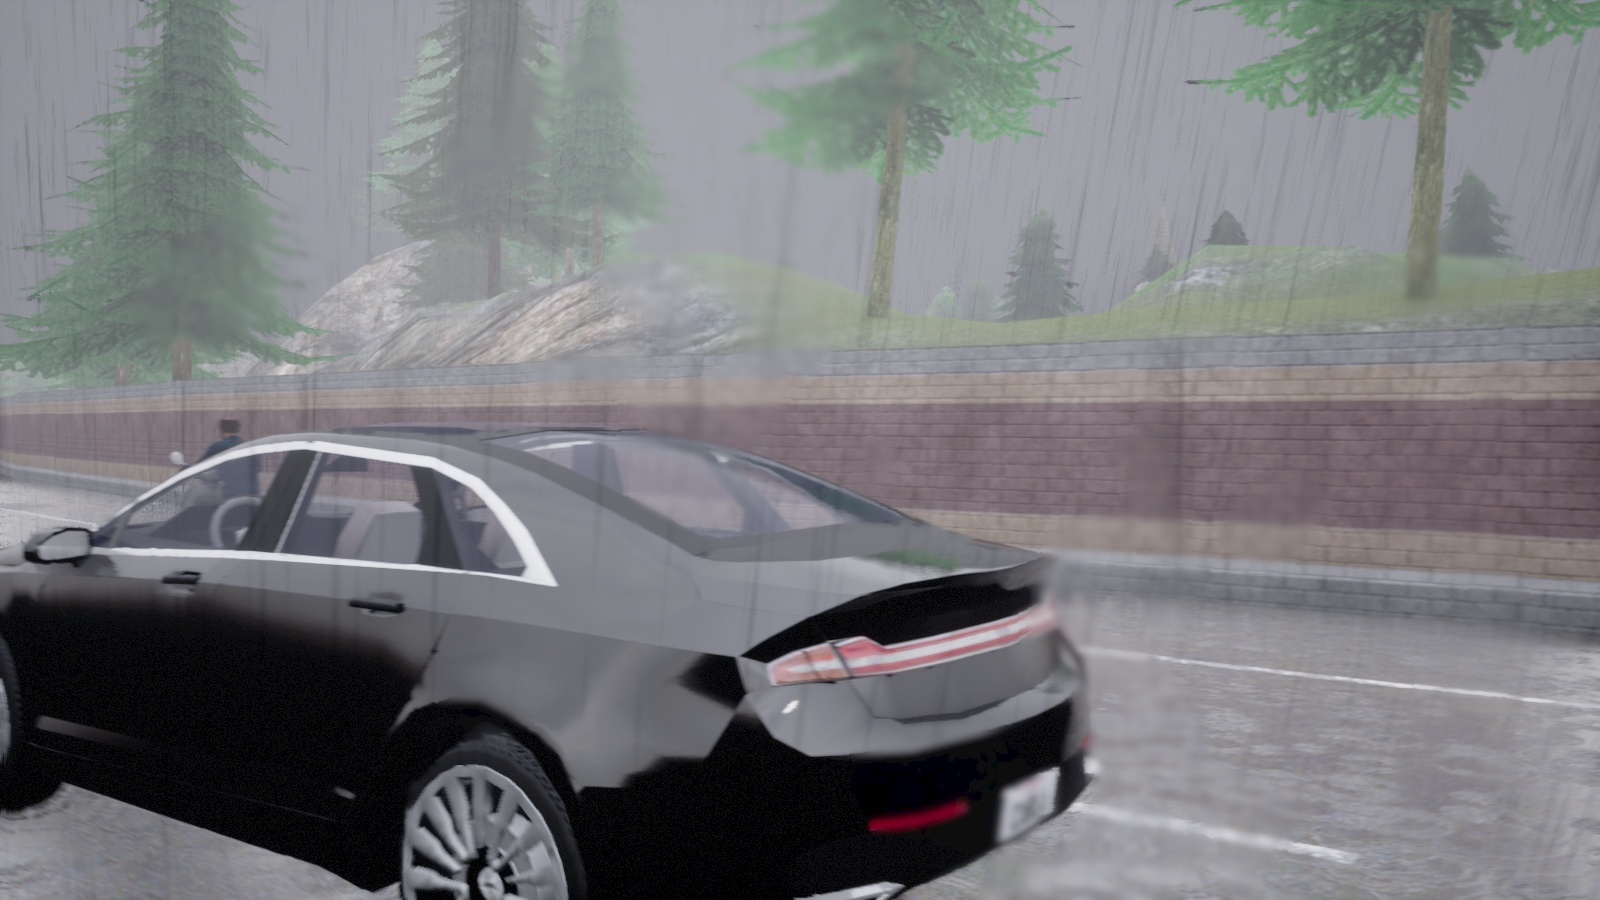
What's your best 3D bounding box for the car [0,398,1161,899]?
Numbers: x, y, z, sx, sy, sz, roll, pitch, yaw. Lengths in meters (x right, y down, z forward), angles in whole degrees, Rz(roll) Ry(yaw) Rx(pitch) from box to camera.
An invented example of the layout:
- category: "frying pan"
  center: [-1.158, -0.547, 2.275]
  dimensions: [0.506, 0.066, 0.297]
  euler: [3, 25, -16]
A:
- category: "car"
  center: [-1.440, 0.638, 4.654]
  dimensions: [4.902, 1.511, 2.128]
  euler: [0, 1, 36]
